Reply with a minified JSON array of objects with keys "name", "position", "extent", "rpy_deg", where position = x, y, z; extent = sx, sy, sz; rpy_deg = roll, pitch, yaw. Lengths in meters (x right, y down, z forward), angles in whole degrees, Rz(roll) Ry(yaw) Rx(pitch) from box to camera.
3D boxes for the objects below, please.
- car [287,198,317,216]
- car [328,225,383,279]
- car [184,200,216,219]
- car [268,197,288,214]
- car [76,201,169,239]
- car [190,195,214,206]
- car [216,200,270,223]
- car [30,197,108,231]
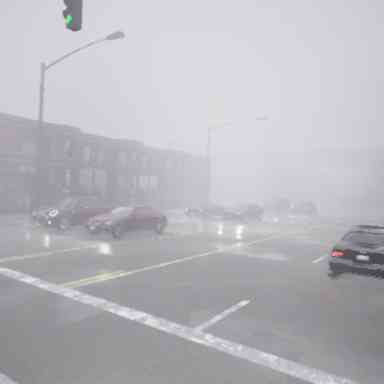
[{"name":"car","position":[13.798,1.896,40.924],"extent":[2.097,1.767,4.553],"rpy_deg":[3,0,34]},{"name":"car","position":[5.763,1.788,10.558],"extent":[2.033,1.411,5.357],"rpy_deg":[3,0,34]},{"name":"car","position":[1.339,1.601,29.059],"extent":[1.895,1.301,4.718],"rpy_deg":[3,0,34]},{"name":"car","position":[11.020,1.632,43.044],"extent":[2.150,2.045,5.566],"rpy_deg":[3,0,34]},{"name":"car","position":[-3.036,1.352,16.473],"extent":[1.812,1.442,4.674],"rpy_deg":[3,0,35]},{"name":"car","position":[1.710,1.441,54.171],"extent":[2.033,1.411,5.357],"rpy_deg":[4,-2,24]},{"name":"car","position":[4.256,1.616,27.119],"extent":[1.882,1.535,5.008],"rpy_deg":[3,0,34]},{"name":"car","position":[-6.233,1.029,17.967],"extent":[2.097,1.767,4.553],"rpy_deg":[3,0,34]}]
